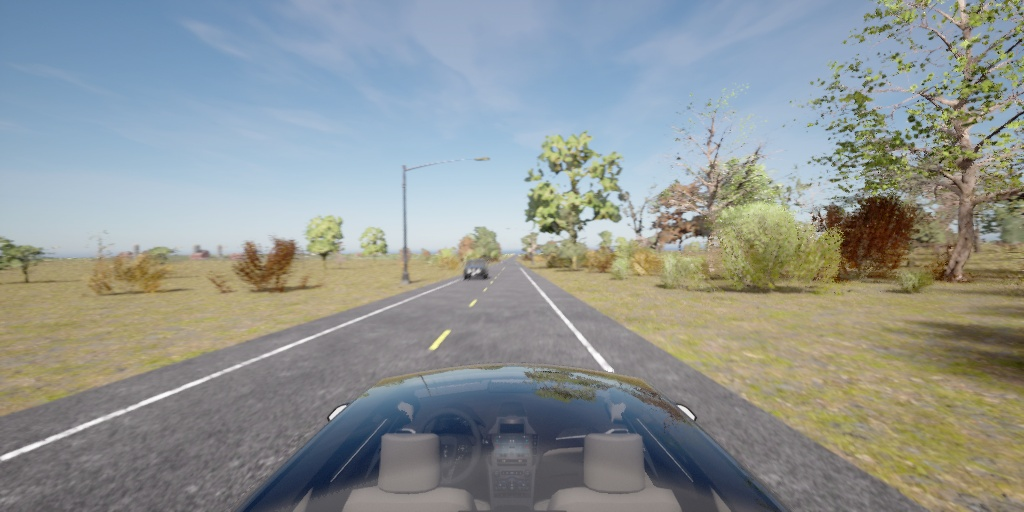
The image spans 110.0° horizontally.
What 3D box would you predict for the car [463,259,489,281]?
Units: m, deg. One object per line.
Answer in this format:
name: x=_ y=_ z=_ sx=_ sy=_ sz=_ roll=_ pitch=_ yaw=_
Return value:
car: x=-3.519 y=1.314 z=35.730 sx=2.150 sy=2.045 sz=5.566 roll=-1 pitch=-1 yaw=0
